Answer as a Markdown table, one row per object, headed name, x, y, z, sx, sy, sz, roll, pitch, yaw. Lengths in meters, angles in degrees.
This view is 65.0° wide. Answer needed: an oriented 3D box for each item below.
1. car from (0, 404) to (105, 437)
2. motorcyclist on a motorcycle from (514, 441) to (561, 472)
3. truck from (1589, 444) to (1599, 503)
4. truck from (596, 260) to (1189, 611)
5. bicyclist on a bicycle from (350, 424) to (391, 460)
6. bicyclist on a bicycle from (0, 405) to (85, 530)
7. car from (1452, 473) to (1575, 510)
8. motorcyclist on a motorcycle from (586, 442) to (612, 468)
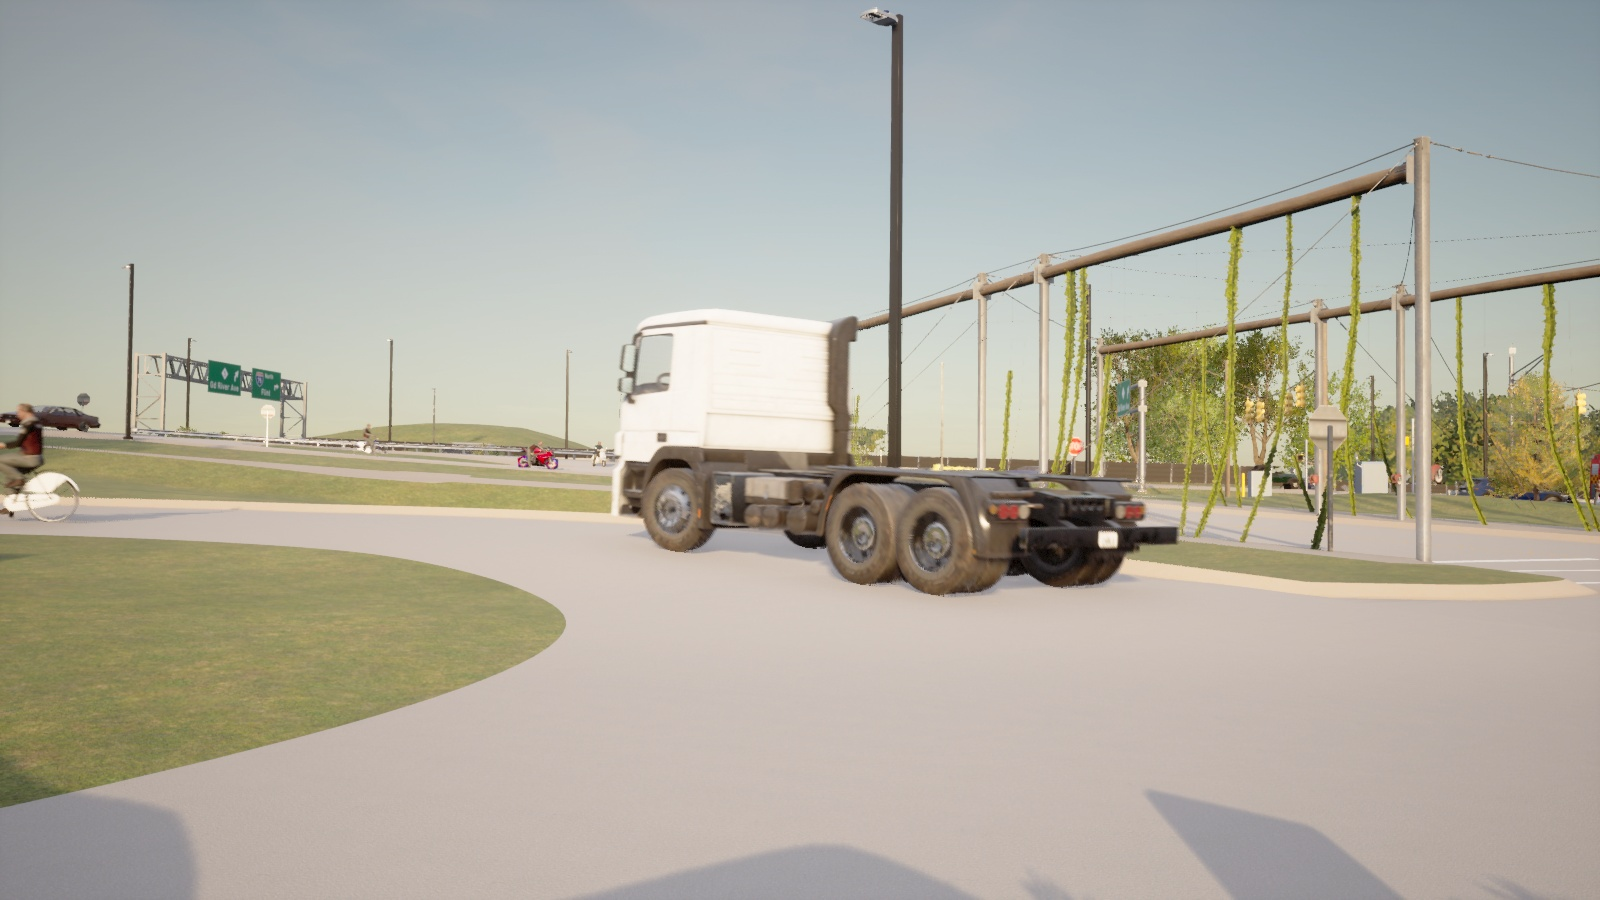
| name | x | y | z | sx | sy | sz | roll | pitch | yaw |
| --- | --- | --- | --- | --- | --- | --- | --- | --- | --- |
| car | -42.268 | -1.643 | 70.816 | 2.033 | 1.411 | 5.357 | 4 | -1 | 19 |
| motorcyclist on a motorcycle | -13.963 | 0.335 | 66.795 | 2.191 | 1.530 | 0.866 | 3 | -1 | 3 |
| truck | 53.399 | 1.515 | 78.805 | 2.891 | 3.827 | 8.468 | 1 | -1 | 4 |
| truck | 0.701 | -0.218 | 16.363 | 2.891 | 3.462 | 7.936 | 2 | 0 | -39 |
| bicyclist on a bicycle | -23.102 | -0.425 | 67.570 | 1.843 | 1.776 | 0.659 | 4 | -1 | 6 |
| bicyclist on a bicycle | -11.624 | 0.234 | 18.386 | 1.843 | 1.776 | 0.659 | 2 | 1 | -13 |
| car | 35.051 | 2.022 | 61.790 | 4.856 | 1.649 | 2.033 | 2 | -1 | 4 |
| motorcyclist on a motorcycle | -12.732 | 0.309 | 79.544 | 0.866 | 1.590 | 1.817 | 1 | 1 | -36 |
